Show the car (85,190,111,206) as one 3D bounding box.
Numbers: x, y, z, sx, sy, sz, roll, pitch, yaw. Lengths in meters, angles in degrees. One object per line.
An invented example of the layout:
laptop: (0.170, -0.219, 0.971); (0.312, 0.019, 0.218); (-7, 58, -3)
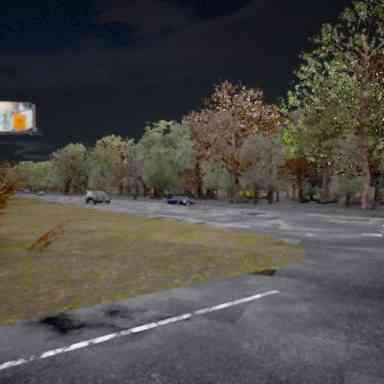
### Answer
car: (-13.288, 0.800, 46.679); (2.150, 2.045, 5.566); (-1, 1, -35)

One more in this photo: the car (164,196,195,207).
car: (-1.693, 1.171, 42.196); (1.895, 1.301, 4.718); (-1, 1, -34)
